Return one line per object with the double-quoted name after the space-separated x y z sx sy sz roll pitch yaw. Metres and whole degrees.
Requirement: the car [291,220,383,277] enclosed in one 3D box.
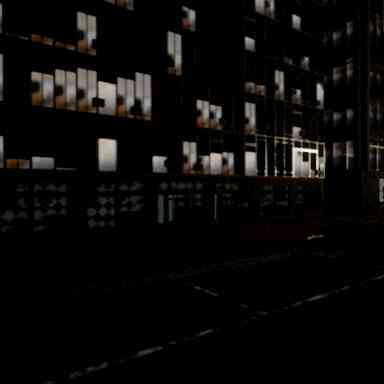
4.770 1.520 9.958 4.206 1.307 1.802 0 0 -35 "car"
